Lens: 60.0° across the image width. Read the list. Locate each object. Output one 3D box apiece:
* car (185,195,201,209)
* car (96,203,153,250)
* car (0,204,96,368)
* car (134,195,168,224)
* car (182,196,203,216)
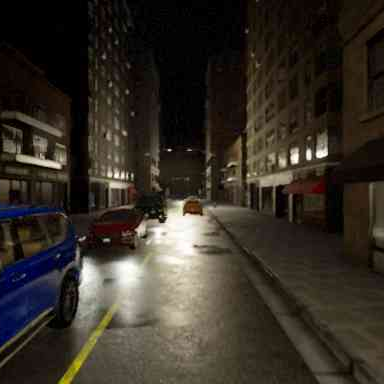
[{"bbox_3d":[0.069,1.355,46.450,2.097,1.767,4.553,0,0,0],"label":"car"},{"bbox_3d":[-3.101,1.479,14.617,1.882,1.535,5.008,0,0,0],"label":"car"},{"bbox_3d":[-3.103,1.224,4.075,2.150,2.045,5.566,0,0,0],"label":"car"},{"bbox_3d":[-3.031,1.228,25.055,2.150,2.045,5.566,0,0,0],"label":"car"},{"bbox_3d":[0.072,1.480,32.341,1.882,1.535,5.008,0,0,0],"label":"car"}]
